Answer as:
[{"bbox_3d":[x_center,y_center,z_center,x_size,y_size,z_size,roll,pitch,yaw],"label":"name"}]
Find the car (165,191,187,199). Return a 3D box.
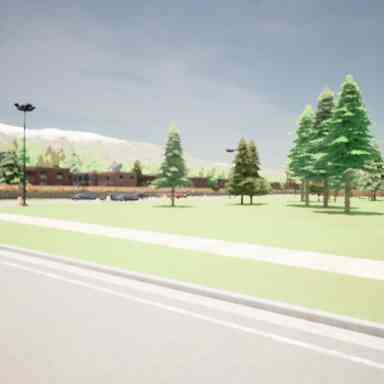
[{"bbox_3d":[-3.060,0.663,71.621,2.097,1.767,4.553,1,0,35],"label":"car"}]

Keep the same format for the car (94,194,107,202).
[{"bbox_3d":[-14.807,0.967,61.024,1.882,1.535,5.008,1,0,35],"label":"car"}]

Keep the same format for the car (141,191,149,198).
[{"bbox_3d":[-12.178,0.623,76.904,2.097,1.767,4.553,1,0,35],"label":"car"}]

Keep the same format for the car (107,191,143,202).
[{"bbox_3d":[-11.876,1.074,59.127,2.033,1.411,5.357,1,0,35],"label":"car"}]

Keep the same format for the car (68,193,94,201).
[{"bbox_3d":[-21.100,0.962,64.162,2.033,1.411,5.357,1,0,35],"label":"car"}]

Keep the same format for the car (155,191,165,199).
[{"bbox_3d":[-6.039,0.641,73.468,2.097,1.767,4.553,1,0,35],"label":"car"}]
